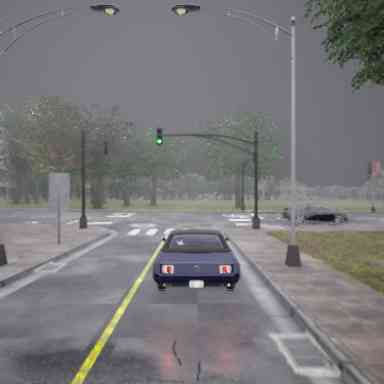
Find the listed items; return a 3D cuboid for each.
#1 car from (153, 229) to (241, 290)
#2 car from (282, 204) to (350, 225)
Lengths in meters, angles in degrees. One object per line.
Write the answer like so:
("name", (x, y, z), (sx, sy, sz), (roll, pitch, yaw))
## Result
("car", (0.098, 1.677, 9.255), (1.895, 1.301, 4.718), (0, 0, 0))
("car", (9.394, 1.668, 25.332), (4.902, 1.511, 2.128), (0, 0, -1))
